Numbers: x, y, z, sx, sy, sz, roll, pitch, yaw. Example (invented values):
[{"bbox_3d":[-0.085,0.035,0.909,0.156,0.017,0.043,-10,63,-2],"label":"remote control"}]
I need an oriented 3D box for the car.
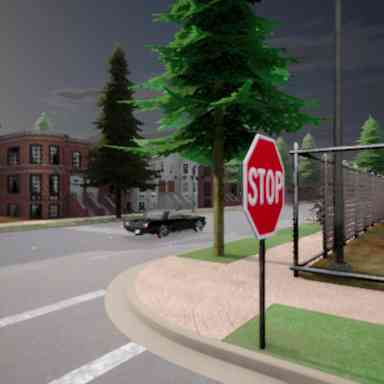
[{"bbox_3d":[-1.250,1.591,17.631,1.895,1.301,4.718,0,0,38],"label":"car"}]
